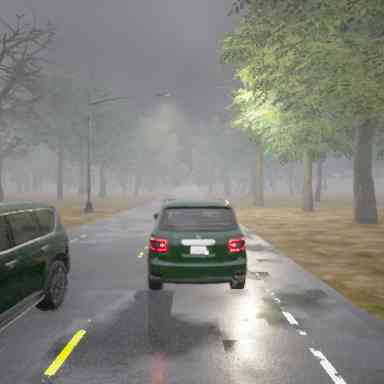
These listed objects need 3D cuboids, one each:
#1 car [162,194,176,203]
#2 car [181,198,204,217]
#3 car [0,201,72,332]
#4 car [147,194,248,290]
[{"bbox_3d":[-3.624,1.005,53.462,1.994,1.385,4.181,0,1,0],"label":"car"},{"bbox_3d":[0.024,1.313,29.445,1.812,1.442,4.674,0,1,0],"label":"car"},{"bbox_3d":[-3.609,1.210,4.839,2.150,2.045,5.566,0,0,0],"label":"car"},{"bbox_3d":[0.088,1.186,9.109,2.150,2.045,5.566,0,1,-1],"label":"car"}]
